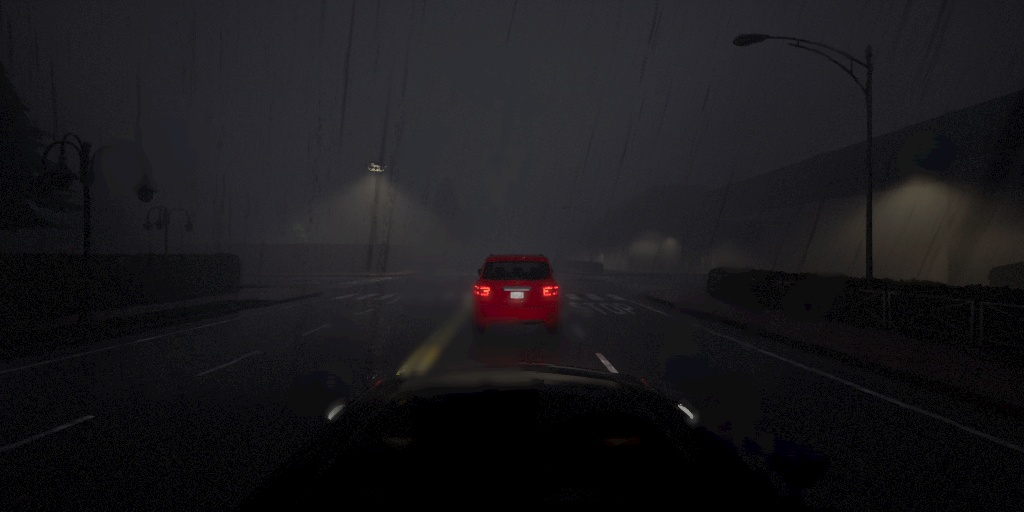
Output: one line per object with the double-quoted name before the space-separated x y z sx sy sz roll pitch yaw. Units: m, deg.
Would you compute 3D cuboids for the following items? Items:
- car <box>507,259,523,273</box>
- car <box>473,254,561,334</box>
"car" 0.353 1.228 45.586 1.882 1.535 5.008 0 0 1
"car" 0.121 0.971 10.734 2.150 2.045 5.566 0 0 0
